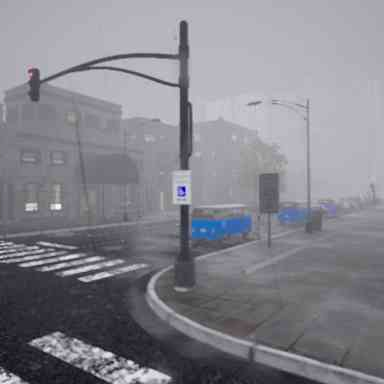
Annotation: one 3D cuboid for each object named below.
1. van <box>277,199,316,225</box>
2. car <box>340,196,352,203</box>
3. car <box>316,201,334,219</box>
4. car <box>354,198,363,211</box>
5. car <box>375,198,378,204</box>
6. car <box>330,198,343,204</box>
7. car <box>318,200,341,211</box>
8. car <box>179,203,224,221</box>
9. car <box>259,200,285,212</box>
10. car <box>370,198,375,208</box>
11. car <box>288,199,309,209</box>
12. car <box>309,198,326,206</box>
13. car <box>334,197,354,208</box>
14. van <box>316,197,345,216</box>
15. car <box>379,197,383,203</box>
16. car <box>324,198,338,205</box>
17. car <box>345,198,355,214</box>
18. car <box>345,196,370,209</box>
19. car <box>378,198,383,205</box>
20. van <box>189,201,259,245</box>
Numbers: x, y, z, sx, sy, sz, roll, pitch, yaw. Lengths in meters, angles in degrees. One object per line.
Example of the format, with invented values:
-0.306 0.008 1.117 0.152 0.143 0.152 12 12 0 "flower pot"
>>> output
7.920 1.532 25.502 1.690 1.788 3.998 -1 0 35 "van"
39.216 1.899 84.523 1.967 1.590 4.097 -1 -1 35 "car"
11.099 1.750 30.016 1.887 1.381 4.507 -1 -1 35 "car"
20.634 1.820 43.562 1.947 1.339 4.313 -1 -1 35 "car"
30.267 1.835 57.248 1.752 1.417 4.829 -1 -1 35 "car"
32.860 1.981 75.492 1.947 1.339 4.313 -1 -1 35 "car"
18.933 1.834 45.637 1.994 1.385 4.181 0 0 35 "car"
0.980 1.759 30.200 1.752 1.417 4.829 -1 0 35 "car"
10.613 1.826 43.886 1.887 1.381 4.507 -1 -1 35 "car"
26.990 1.605 52.595 2.192 1.841 5.009 -1 -1 35 "car"
16.970 1.860 52.916 1.887 1.381 4.507 -1 -1 35 "car"
23.326 1.898 61.946 1.887 1.381 4.507 -1 -1 35 "car"
24.663 1.655 53.781 2.097 1.767 4.553 0 0 35 "car"
14.276 1.562 34.533 1.690 1.788 3.998 -1 -1 35 "van"
46.061 1.981 79.685 1.947 1.339 4.313 -1 -1 35 "car"
29.584 1.919 70.838 1.752 1.417 4.829 -1 -1 35 "car"
17.554 1.763 39.186 1.752 1.417 4.829 -1 -1 35 "car"
23.811 1.587 48.080 2.192 1.841 5.009 -1 -1 35 "car"
36.525 1.895 66.139 1.887 1.381 4.507 -1 -1 35 "car"
1.563 1.505 16.471 1.690 1.788 3.998 -1 0 35 "van"
